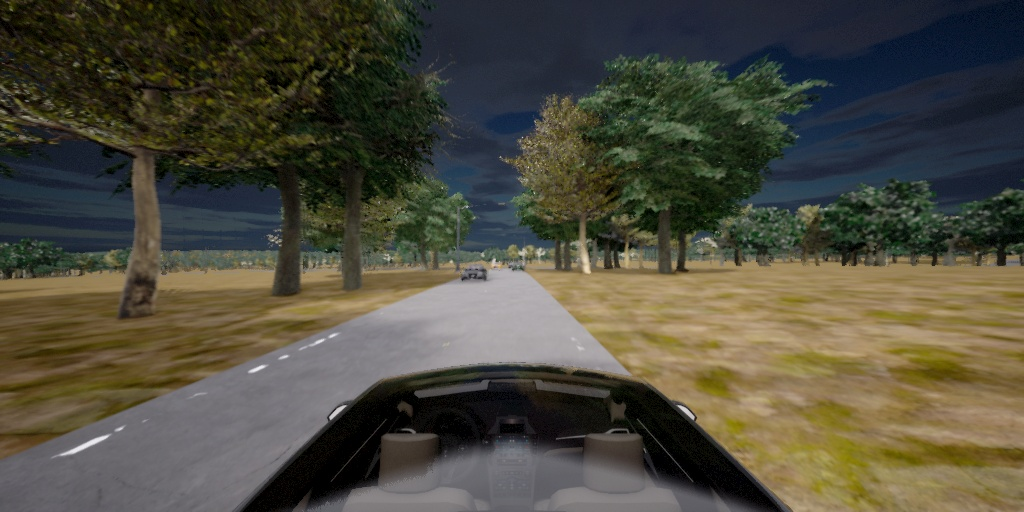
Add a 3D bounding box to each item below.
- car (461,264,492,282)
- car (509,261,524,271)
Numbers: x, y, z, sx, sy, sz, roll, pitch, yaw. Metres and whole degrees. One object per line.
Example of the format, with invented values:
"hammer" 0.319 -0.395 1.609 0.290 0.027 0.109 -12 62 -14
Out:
"car" -3.066 1.398 30.056 1.994 1.385 4.181 0 -1 0
"car" 1.047 1.705 61.819 2.097 1.767 4.553 0 -1 0
